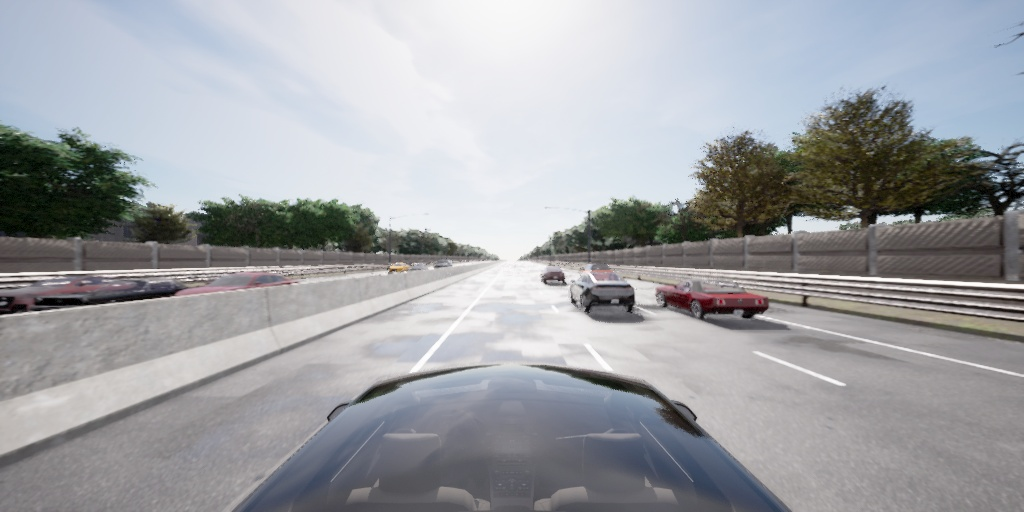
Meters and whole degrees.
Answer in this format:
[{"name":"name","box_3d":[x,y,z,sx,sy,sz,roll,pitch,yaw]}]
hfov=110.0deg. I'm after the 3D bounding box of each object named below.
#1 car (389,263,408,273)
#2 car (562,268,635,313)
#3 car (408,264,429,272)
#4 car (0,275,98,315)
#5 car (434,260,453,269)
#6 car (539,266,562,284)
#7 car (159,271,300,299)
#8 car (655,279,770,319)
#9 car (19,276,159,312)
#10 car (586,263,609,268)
[{"name":"car","box_3d":[-17.541,1.850,55.981,1.882,1.535,5.008,0,0,1]},{"name":"car","box_3d":[3.601,1.407,14.974,2.128,1.511,4.902,0,-1,0]},{"name":"car","box_3d":[-14.049,1.928,55.136,1.994,1.385,4.181,0,-1,1]},{"name":"car","box_3d":[-17.599,1.473,14.386,1.994,1.385,4.181,0,-1,0]},{"name":"car","box_3d":[-10.546,1.591,55.833,2.150,2.045,5.566,0,0,1]},{"name":"car","box_3d":[3.600,1.638,31.842,1.812,1.442,4.674,0,-1,0]},{"name":"car","box_3d":[-10.600,1.385,14.304,1.882,1.535,5.008,0,-1,0]},{"name":"car","box_3d":[7.101,1.498,13.447,1.895,1.301,4.718,0,-1,0]},{"name":"car","box_3d":[-14.101,1.497,13.368,1.895,1.301,4.718,0,-1,0]},{"name":"car","box_3d":[7.101,1.449,30.481,2.097,1.767,4.553,0,-1,0]}]
